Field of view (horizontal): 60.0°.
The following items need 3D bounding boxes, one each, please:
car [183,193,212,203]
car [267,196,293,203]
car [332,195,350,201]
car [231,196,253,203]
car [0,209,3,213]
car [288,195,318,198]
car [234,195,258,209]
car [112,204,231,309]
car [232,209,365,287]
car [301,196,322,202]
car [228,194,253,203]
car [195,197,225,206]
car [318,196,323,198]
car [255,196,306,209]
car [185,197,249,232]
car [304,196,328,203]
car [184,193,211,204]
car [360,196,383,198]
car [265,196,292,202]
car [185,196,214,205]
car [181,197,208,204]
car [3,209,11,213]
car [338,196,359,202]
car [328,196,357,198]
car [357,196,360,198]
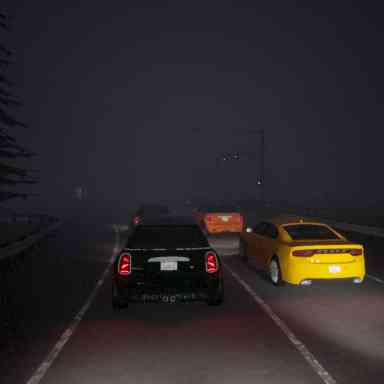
[{"bbox_3d":[1.156,1.221,67.276,5.566,2.045,2.150,0,0,-18],"label":"car"},{"bbox_3d":[18.350,1.525,69.396,4.902,1.511,2.128,0,0,-19],"label":"car"},{"bbox_3d":[36.278,1.552,80.888,4.181,1.385,1.994,0,0,-29],"label":"car"},{"bbox_3d":[10.562,1.553,70.436,4.181,1.385,1.994,0,0,-19],"label":"car"},{"bbox_3d":[-18.924,1.226,26.975,5.566,2.045,2.150,0,0,-18],"label":"car"},{"bbox_3d":[20.954,1.564,62.950,4.181,1.385,1.994,0,0,-19],"label":"car"},{"bbox_3d":[7.778,1.506,39.793,4.892,1.490,1.837,0,0,-19],"label":"car"},{"bbox_3d":[-0.631,1.352,8.095,2.097,1.767,4.553,0,0,-6],"label":"car"},{"bbox_3d":[2.730,1.478,9.456,1.882,1.535,5.008,0,0,-6],"label":"car"},{"bbox_3d":[27.459,1.553,76.347,4.181,1.385,1.994,0,0,-21],"label":"car"},{"bbox_3d":[9.730,1.352,66.501,4.553,1.767,2.097,0,0,-18],"label":"car"},{"bbox_3d":[3.075,1.601,56.889,4.718,1.301,1.895,0,0,-19],"label":"car"},{"bbox_3d":[27.321,1.524,68.797,4.674,1.442,1.812,0,0,-19],"label":"car"},{"bbox_3d":[9.813,1.525,36.788,4.674,1.442,1.812,0,0,-19],"label":"car"},{"bbox_3d":[1.203,1.352,18.342,2.097,1.767,4.553,0,0,-12],"label":"car"},{"bbox_3d":[27.009,1.524,72.402,4.674,1.442,1.812,0,0,-19],"label":"car"},{"bbox_3d":[1.238,1.352,41.259,4.553,1.767,2.097,0,0,-19],"label":"car"},{"bbox_3d":[38.651,1.540,70.075,5.357,1.411,2.033,0,0,-29],"label":"car"},{"bbox_3d":[19.059,1.540,73.337,5.357,1.411,2.033,0,0,-19],"label":"car"},{"bbox_3d":[1.336,1.505,59.992,4.892,1.490,1.837,0,0,-19],"label":"car"},{"bbox_3d":[0.514,1.601,63.404,4.718,1.301,1.895,0,0,-19],"label":"car"},{"bbox_3d":[-19.009,1.568,30.648,4.181,1.385,1.994,0,0,-19],"label":"car"},{"bbox_3d":[36.149,1.595,76.718,4.718,1.301,1.895,0,0,-29],"label":"car"},{"bbox_3d":[29.284,1.525,65.787,4.902,1.511,2.128,0,0,-19],"label":"car"},{"bbox_3d":[36.690,1.525,73.008,4.902,1.511,2.128,0,0,-25],"label":"car"}]
